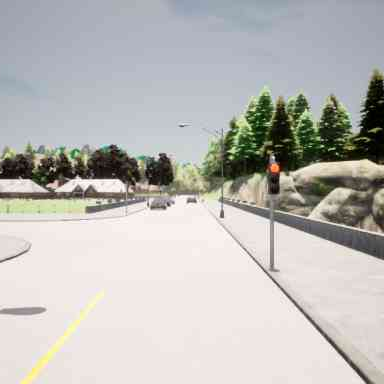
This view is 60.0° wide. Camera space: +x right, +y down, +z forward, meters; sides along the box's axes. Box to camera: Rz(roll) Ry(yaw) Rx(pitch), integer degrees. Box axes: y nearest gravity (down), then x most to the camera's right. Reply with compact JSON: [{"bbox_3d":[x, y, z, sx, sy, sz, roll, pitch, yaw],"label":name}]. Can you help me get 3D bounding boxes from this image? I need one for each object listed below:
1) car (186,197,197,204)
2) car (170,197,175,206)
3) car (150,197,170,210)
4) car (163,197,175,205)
[{"bbox_3d":[-0.074,1.564,65.165,1.994,1.385,4.181,0,0,0],"label":"car"},{"bbox_3d":[-4.233,1.547,52.341,2.033,1.411,5.357,0,0,-1],"label":"car"},{"bbox_3d":[-4.214,1.526,42.633,1.812,1.442,4.674,0,0,-1],"label":"car"},{"bbox_3d":[-4.225,1.601,62.154,1.895,1.301,4.718,0,0,0],"label":"car"}]
